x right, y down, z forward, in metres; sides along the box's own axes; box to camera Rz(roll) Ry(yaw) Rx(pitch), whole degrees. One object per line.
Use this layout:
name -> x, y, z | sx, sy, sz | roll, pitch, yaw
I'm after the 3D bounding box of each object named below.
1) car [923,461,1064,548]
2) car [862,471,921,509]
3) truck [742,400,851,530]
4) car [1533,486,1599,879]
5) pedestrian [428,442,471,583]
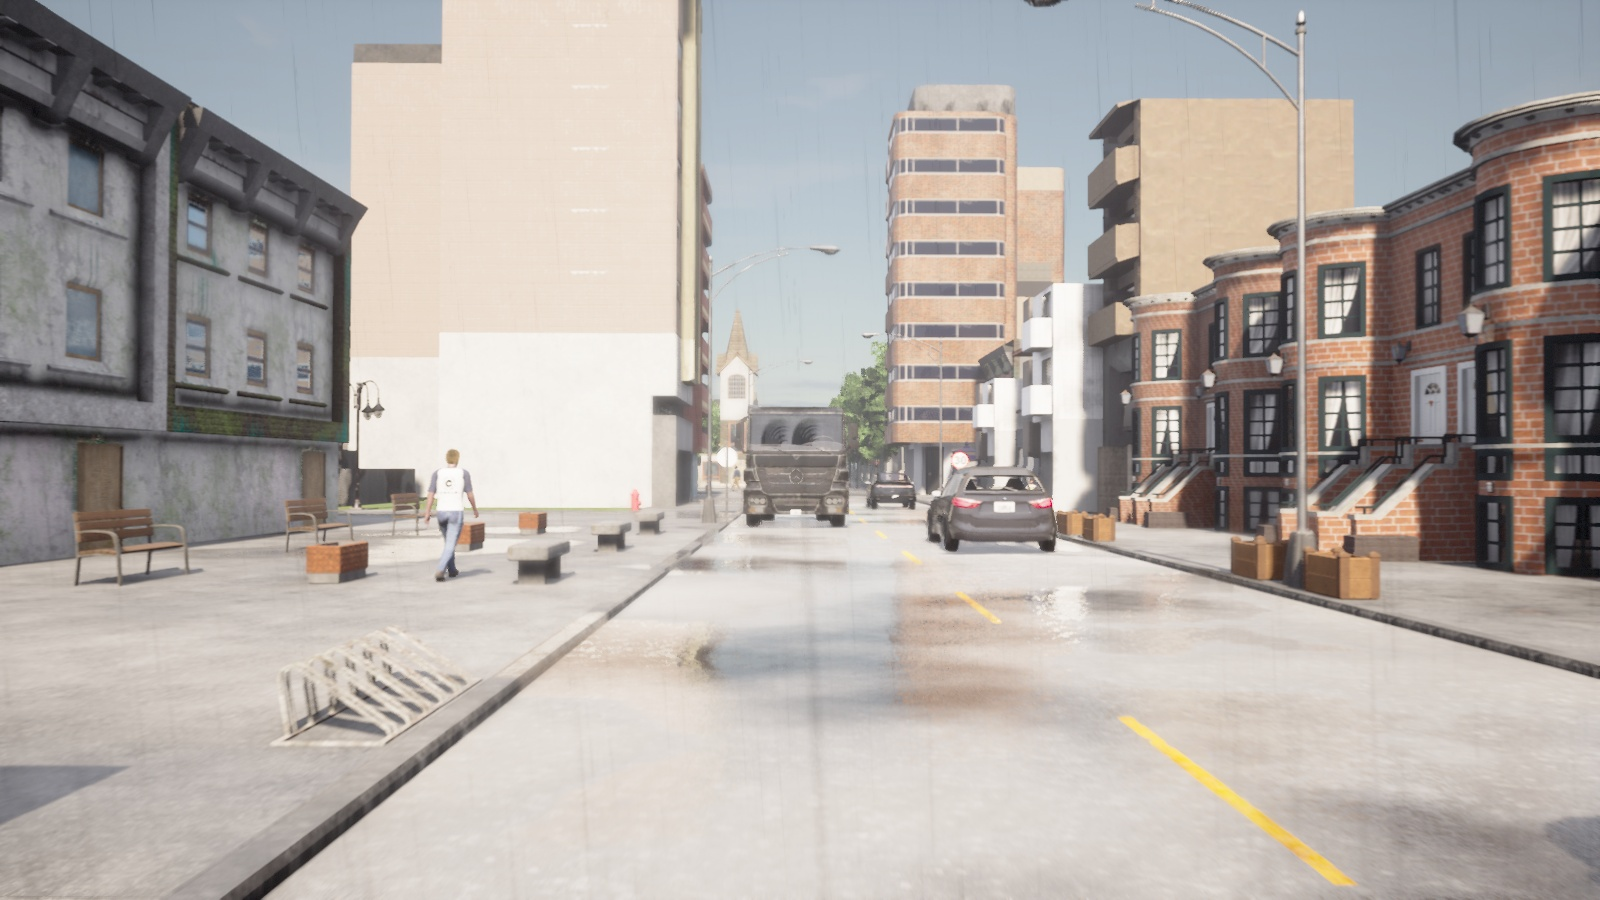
car -> 3.935, 1.085, 26.393 | 2.242, 1.667, 4.611 | 0, -1, 0
car -> 3.828, 1.646, 53.193 | 2.128, 1.511, 4.902 | 0, -1, 0
truck -> -0.112, 0.462, 37.587 | 2.891, 3.462, 7.936 | 0, -1, 0
car -> 3.992, 0.870, 3.417 | 1.845, 1.501, 3.633 | 0, -1, 0
pedestrian -> -4.675, 0.824, 16.783 | 0.354, 1.836, 0.706 | 0, -1, 2
